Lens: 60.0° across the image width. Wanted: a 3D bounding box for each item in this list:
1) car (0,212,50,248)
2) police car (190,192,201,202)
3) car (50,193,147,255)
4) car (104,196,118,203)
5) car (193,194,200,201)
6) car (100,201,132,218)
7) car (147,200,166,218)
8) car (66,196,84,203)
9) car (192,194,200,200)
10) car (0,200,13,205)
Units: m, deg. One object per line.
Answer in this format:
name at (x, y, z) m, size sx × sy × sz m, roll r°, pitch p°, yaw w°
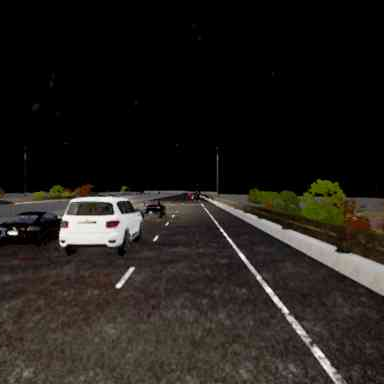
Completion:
car at (-6.899, 1.560, 14.848) m, size 1.994 × 1.385 × 4.181 m, roll 0°, pitch 0°, yaw 0°
police car at (1.071, 1.400, 75.084) m, size 1.930 × 1.638 × 5.238 m, roll 0°, pitch 0°, yaw 0°
car at (-3.398, 1.218, 13.437) m, size 2.150 × 2.045 × 5.566 m, roll 0°, pitch 0°, yaw 0°
car at (-17.480, 1.566, 72.097) m, size 1.895 × 1.301 × 4.718 m, roll 0°, pitch 0°, yaw 0°
car at (1.074, 1.425, 85.164) m, size 1.801 × 1.575 × 5.366 m, roll 0°, pitch 0°, yaw 0°
car at (-6.894, 1.555, 30.499) m, size 1.994 × 1.385 × 4.181 m, roll 0°, pitch 0°, yaw 0°
car at (-3.394, 1.483, 29.853) m, size 2.128 × 1.511 × 4.902 m, roll 0°, pitch 0°, yaw 0°
car at (-24.480, 1.486, 69.903) m, size 2.033 × 1.411 × 5.357 m, roll 0°, pitch 0°, yaw 0°
car at (1.075, 1.319, 90.944) m, size 2.097 × 1.767 × 4.553 m, roll 0°, pitch 0°, yaw 0°
car at (-17.588, 1.498, 29.714) m, size 1.837 × 1.490 × 4.892 m, roll 0°, pitch 0°, yaw 0°
